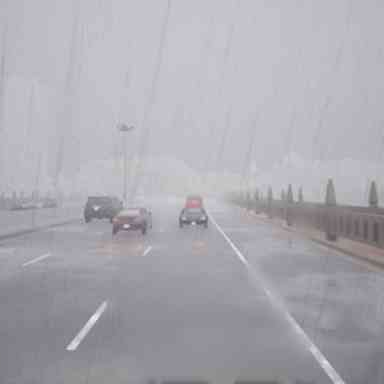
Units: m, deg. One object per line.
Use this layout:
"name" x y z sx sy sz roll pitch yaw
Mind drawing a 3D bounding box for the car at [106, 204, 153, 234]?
"car" -3.404 1.604 19.595 1.812 1.442 4.674 0 0 0

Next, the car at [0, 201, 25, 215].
"car" -20.952 1.749 37.412 1.895 1.301 4.718 0 0 1

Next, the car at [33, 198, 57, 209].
"car" -17.424 1.504 38.359 2.097 1.767 4.553 0 0 2

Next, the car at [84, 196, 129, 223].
"car" -6.894 1.328 26.672 2.150 2.045 5.566 0 0 0

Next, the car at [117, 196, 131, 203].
"car" -16.196 1.836 79.055 2.128 1.511 4.902 0 0 2

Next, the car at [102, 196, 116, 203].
"car" -19.694 1.812 79.155 1.837 1.490 4.892 0 0 2

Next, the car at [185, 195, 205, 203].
"car" 0.357 1.387 41.504 2.150 2.045 5.566 0 0 2

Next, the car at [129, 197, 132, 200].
"car" -13.070 1.761 66.026 1.837 1.490 4.892 0 0 2

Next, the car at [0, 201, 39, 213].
"car" -14.093 1.648 25.262 2.033 1.411 5.357 0 0 0

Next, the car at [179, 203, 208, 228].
"car" 0.097 1.693 23.088 1.895 1.301 4.718 0 0 0
